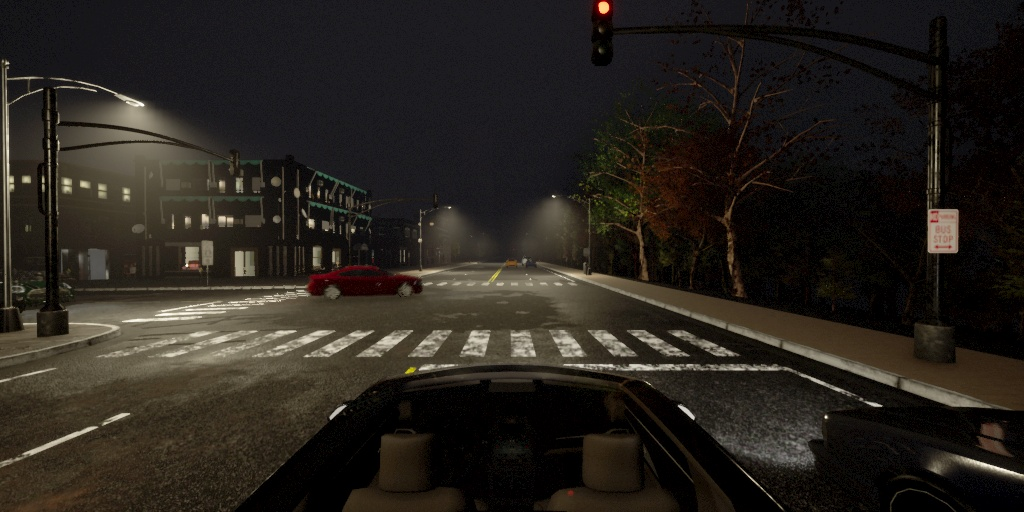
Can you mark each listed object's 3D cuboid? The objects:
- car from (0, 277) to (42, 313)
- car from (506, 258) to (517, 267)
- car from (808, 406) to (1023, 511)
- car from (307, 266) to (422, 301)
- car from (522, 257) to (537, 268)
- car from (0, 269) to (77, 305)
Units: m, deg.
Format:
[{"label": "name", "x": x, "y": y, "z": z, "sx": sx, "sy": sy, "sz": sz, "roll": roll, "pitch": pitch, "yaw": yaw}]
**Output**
[{"label": "car", "x": -19.968, "y": 1.564, "z": 12.541, "sx": 4.313, "sy": 1.339, "sz": 1.948, "roll": 0, "pitch": 0, "yaw": 0}, {"label": "car", "x": -0.021, "y": 1.204, "z": 63.034, "sx": 1.882, "sy": 1.535, "sz": 5.008, "roll": 0, "pitch": 0, "yaw": 0}, {"label": "car", "x": 3.353, "y": 1.298, "z": 0.426, "sx": 2.033, "sy": 1.411, "sz": 5.357, "roll": 0, "pitch": 0, "yaw": 0}, {"label": "car", "x": -6.838, "y": 1.219, "z": 17.006, "sx": 5.008, "sy": 1.535, "sz": 1.882, "roll": 0, "pitch": 1, "yaw": -21}, {"label": "car", "x": 3.227, "y": 1.275, "z": 61.193, "sx": 2.033, "sy": 1.411, "sz": 5.357, "roll": 0, "pitch": 0, "yaw": 1}, {"label": "car", "x": -21.811, "y": 1.344, "z": 15.243, "sx": 4.553, "sy": 1.767, "sz": 2.097, "roll": -1, "pitch": 1, "yaw": 0}]
